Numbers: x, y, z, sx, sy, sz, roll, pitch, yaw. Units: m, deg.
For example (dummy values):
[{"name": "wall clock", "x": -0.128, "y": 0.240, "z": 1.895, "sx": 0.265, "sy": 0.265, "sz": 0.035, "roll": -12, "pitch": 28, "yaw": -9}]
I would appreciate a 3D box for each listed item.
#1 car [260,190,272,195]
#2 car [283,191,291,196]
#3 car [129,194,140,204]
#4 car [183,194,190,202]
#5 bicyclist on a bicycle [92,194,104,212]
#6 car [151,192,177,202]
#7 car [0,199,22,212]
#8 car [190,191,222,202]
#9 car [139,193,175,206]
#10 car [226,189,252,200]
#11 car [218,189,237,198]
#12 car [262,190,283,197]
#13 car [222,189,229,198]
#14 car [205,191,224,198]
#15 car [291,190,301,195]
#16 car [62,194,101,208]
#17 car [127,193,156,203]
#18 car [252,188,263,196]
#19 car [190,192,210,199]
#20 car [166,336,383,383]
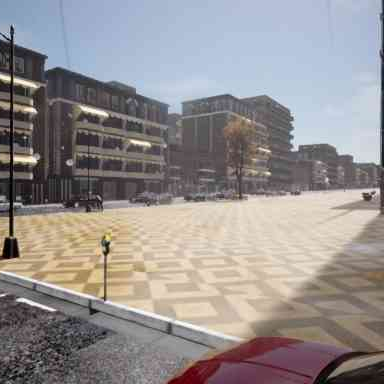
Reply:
[{"name": "car", "x": 20.697, "y": 0.118, "z": 92.953, "sx": 1.887, "sy": 1.381, "sz": 4.507, "roll": 2, "pitch": 2, "yaw": 35}, {"name": "car", "x": 21.244, "y": 0.362, "z": 79.025, "sx": 2.008, "sy": 1.369, "sz": 4.403, "roll": 2, "pitch": 2, "yaw": 35}, {"name": "car", "x": -6.816, "y": 0.891, "z": 48.682, "sx": 2.128, "sy": 1.511, "sz": 4.902, "roll": 1, "pitch": 1, "yaw": 35}, {"name": "car", "x": 0.760, "y": 0.834, "z": 54.105, "sx": 2.033, "sy": 1.411, "sz": 5.357, "roll": 1, "pitch": 1, "yaw": 35}, {"name": "bicyclist on a bicycle", "x": -8.694, "y": 1.020, "z": 30.646, "sx": 1.656, "sy": 1.620, "sz": 0.582, "roll": 0, "pitch": 1, "yaw": 35}, {"name": "car", "x": -4.671, "y": 0.811, "z": 56.330, "sx": 2.008, "sy": 1.369, "sz": 4.403, "roll": 2, "pitch": 2, "yaw": 35}, {"name": "car", "x": -18.797, "y": 1.330, "z": 31.412, "sx": 1.895, "sy": 1.301, "sz": 4.718, "roll": 1, "pitch": 1, "yaw": 35}, {"name": "car", "x": 2.217, "y": 0.879, "z": 51.558, "sx": 2.008, "sy": 1.369, "sz": 4.403, "roll": 2, "pitch": 2, "yaw": 35}, {"name": "car", "x": -4.125, "y": 1.053, "z": 42.402, "sx": 2.008, "sy": 1.369, "sz": 4.403, "roll": 2, "pitch": 2, "yaw": 35}, {"name": "car", "x": 8.657, "y": 0.678, "z": 60.853, "sx": 1.752, "sy": 1.417, "sz": 4.829, "roll": 2, "pitch": 2, "yaw": 35}, {"name": "car", "x": 8.016, "y": 0.230, "z": 74.636, "sx": 2.192, "sy": 1.841, "sz": 5.009, "roll": 2, "pitch": 2, "yaw": 35}, {"name": "car", "x": 18.073, "y": 0.448, "z": 74.448, "sx": 2.008, "sy": 1.369, "sz": 4.403, "roll": 2, "pitch": 2, "yaw": 35}, {"name": "car", "x": 6.619, "y": 0.673, "z": 62.656, "sx": 2.033, "sy": 1.411, "sz": 5.357, "roll": 1, "pitch": 1, "yaw": 35}, {"name": "car", "x": 4.745, "y": 0.529, "z": 69.923, "sx": 1.752, "sy": 1.417, "sz": 4.829, "roll": 2, "pitch": 2, "yaw": 35}, {"name": "car", "x": 27.587, "y": 0.081, "z": 88.178, "sx": 1.967, "sy": 1.590, "sz": 4.097, "roll": 2, "pitch": 2, "yaw": 35}, {"name": "car", "x": -13.067, "y": 1.076, "z": 39.678, "sx": 1.837, "sy": 1.490, "sz": 4.892, "roll": 1, "pitch": 1, "yaw": 35}, {"name": "car", "x": -7.842, "y": 0.913, "z": 51.752, "sx": 1.947, "sy": 1.339, "sz": 4.313, "roll": 2, "pitch": 2, "yaw": 35}, {"name": "car", "x": 17.529, "y": -0.026, "z": 88.369, "sx": 2.192, "sy": 1.841, "sz": 5.009, "roll": 2, "pitch": 2, "yaw": 35}, {"name": "car", "x": 1.671, "y": 0.653, "z": 65.486, "sx": 1.947, "sy": 1.339, "sz": 4.313, "roll": 2, "pitch": 2, "yaw": 35}, {"name": "car", "x": 1.756, "y": 1.545, "z": 1.612, "sx": 4.507, "sy": 1.381, "sz": 1.887, "roll": 0, "pitch": 0, "yaw": 36}]
